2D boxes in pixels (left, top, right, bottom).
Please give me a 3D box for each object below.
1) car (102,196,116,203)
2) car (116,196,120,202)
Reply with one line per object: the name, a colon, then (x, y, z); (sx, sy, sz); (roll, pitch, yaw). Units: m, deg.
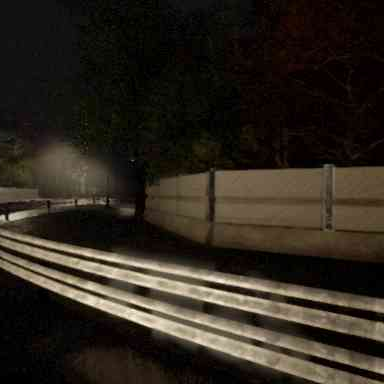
car: (-19.650, 1.713, 76.728); (2.128, 1.511, 4.902); (1, -1, -2)
car: (-20.093, 1.779, 87.004); (2.097, 1.767, 4.553); (1, -1, -2)
